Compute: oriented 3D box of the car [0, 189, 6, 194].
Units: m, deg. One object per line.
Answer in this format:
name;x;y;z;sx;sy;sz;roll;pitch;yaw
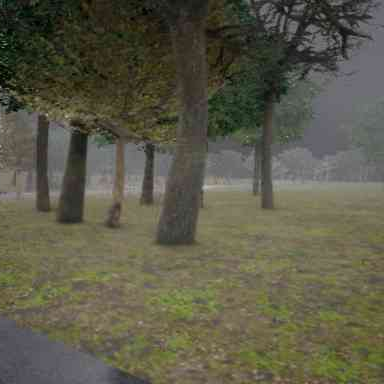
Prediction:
car;-47.135;-0.129;78.953;2.033;1.411;5.357;4;4;35
